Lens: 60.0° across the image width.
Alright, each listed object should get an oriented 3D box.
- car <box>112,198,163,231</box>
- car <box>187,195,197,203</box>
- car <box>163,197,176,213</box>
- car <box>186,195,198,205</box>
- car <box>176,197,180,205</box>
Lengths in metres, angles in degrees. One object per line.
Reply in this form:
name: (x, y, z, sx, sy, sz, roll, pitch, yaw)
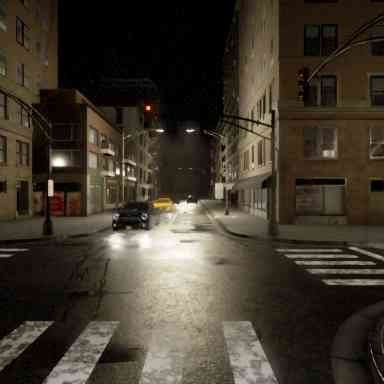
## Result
car: (-3.293, 1.345, 20.246, 2.097, 1.767, 4.553, 0, 0, 4)
car: (0.017, 1.446, 69.630, 2.128, 1.511, 4.902, 0, 0, 0)
car: (-3.137, 1.458, 37.071, 1.882, 1.535, 5.008, 0, 0, 0)
car: (0.031, 1.454, 59.266, 2.128, 1.511, 4.902, 0, 0, 0)
car: (-3.082, 1.511, 57.554, 2.033, 1.411, 5.357, 0, 0, 0)
